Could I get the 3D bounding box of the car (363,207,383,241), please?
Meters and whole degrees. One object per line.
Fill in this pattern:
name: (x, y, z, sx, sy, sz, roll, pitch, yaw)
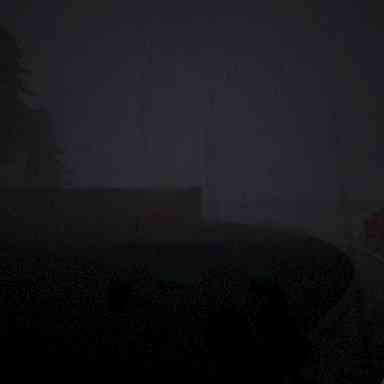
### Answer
car: (9.056, 1.314, 14.319, 2.097, 1.767, 4.553, -1, 0, 13)
